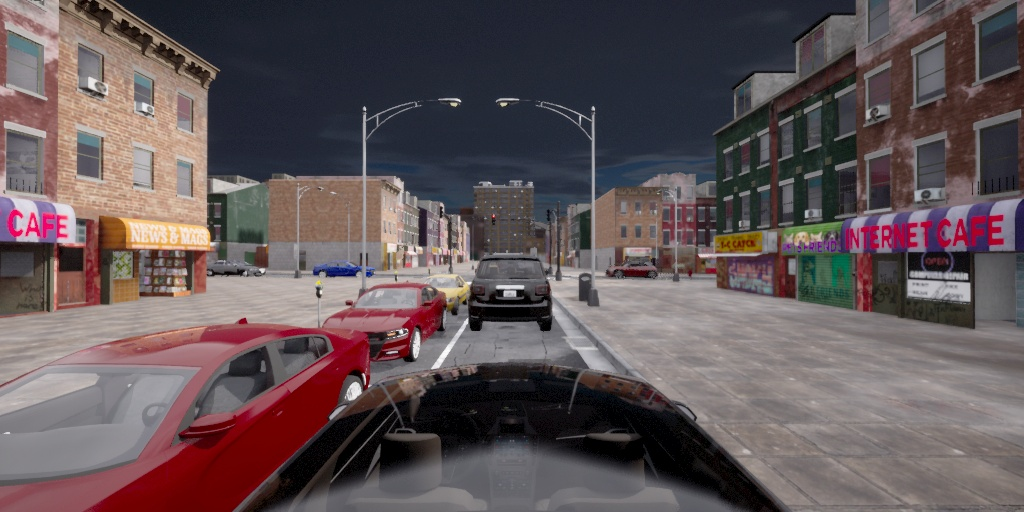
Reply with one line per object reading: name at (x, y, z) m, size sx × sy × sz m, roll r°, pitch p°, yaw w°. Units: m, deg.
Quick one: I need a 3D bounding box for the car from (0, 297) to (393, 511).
car at (-2.636, 1.295, 2.741) m, size 1.888 × 1.381 × 4.507 m, roll 0°, pitch 0°, yaw 0°

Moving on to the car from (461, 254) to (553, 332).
car at (-0.019, 0.976, 11.052) m, size 2.150 × 2.045 × 5.566 m, roll 0°, pitch 0°, yaw 1°

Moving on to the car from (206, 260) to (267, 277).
car at (-23.856, 1.102, 30.792) m, size 4.902 × 1.511 × 2.128 m, roll 0°, pitch 0°, yaw 0°

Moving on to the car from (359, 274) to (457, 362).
car at (-2.631, 1.298, 8.235) m, size 1.888 × 1.381 × 4.507 m, roll 0°, pitch 0°, yaw 0°

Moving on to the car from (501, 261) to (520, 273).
car at (-0.156, 1.361, 46.780) m, size 2.033 × 1.411 × 5.357 m, roll 0°, pitch 0°, yaw 5°

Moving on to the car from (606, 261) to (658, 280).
car at (11.258, 1.278, 33.925) m, size 4.553 × 1.767 × 2.097 m, roll 1°, pitch 0°, yaw 1°

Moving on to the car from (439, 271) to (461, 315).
car at (-2.626, 1.282, 13.559) m, size 1.751 × 1.417 × 4.829 m, roll 0°, pitch 0°, yaw 0°

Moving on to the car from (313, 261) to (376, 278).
car at (-14.357, 1.155, 30.828) m, size 5.008 × 1.535 × 1.882 m, roll 0°, pitch 0°, yaw -1°
